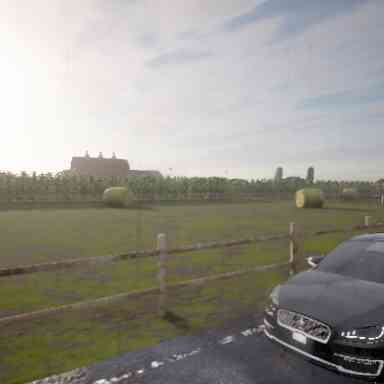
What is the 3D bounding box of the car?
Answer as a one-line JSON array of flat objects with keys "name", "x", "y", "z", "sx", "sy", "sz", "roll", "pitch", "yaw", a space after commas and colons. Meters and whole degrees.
[{"name": "car", "x": 3.263, "y": 1.480, "z": 5.375, "sx": 4.892, "sy": 1.490, "sz": 1.837, "roll": 0, "pitch": 0, "yaw": -35}]
